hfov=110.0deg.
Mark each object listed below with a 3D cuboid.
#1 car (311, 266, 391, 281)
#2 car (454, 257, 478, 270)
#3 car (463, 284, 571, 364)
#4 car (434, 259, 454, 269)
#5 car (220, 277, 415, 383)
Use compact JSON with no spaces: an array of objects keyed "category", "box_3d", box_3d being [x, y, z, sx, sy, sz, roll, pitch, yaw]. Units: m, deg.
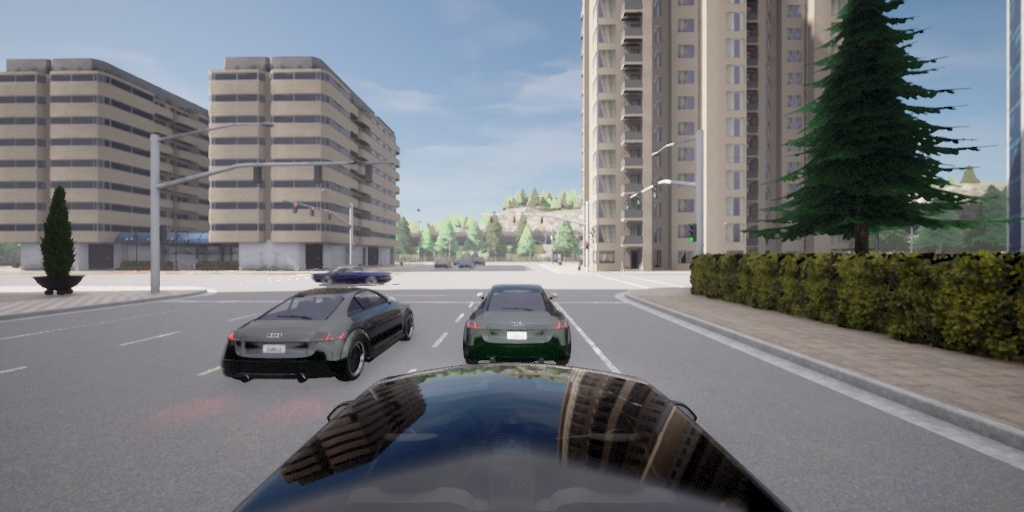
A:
[{"category":"car","box_3d":[-10.542,1.345,23.906,4.718,1.301,1.895,0,0,1]},{"category":"car","box_3d":[-6.669,1.229,52.937,2.033,1.411,5.357,0,0,1]},{"category":"car","box_3d":[0.113,1.306,8.036,1.994,1.385,4.181,0,0,1]},{"category":"car","box_3d":[-10.167,1.160,52.921,1.882,1.535,5.008,0,1,1]},{"category":"car","box_3d":[-3.399,1.307,7.179,1.994,1.385,4.181,0,0,1]}]
